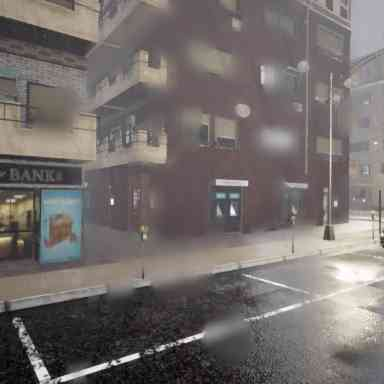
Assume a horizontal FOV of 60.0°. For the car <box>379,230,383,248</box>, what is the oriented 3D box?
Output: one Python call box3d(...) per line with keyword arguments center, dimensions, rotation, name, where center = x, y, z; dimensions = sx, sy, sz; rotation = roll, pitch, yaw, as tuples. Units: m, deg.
box3d(center=(9.116, 1.554, 13.164), dimensions=(4.403, 1.369, 2.008), rotation=(0, 1, -35), name="car")
